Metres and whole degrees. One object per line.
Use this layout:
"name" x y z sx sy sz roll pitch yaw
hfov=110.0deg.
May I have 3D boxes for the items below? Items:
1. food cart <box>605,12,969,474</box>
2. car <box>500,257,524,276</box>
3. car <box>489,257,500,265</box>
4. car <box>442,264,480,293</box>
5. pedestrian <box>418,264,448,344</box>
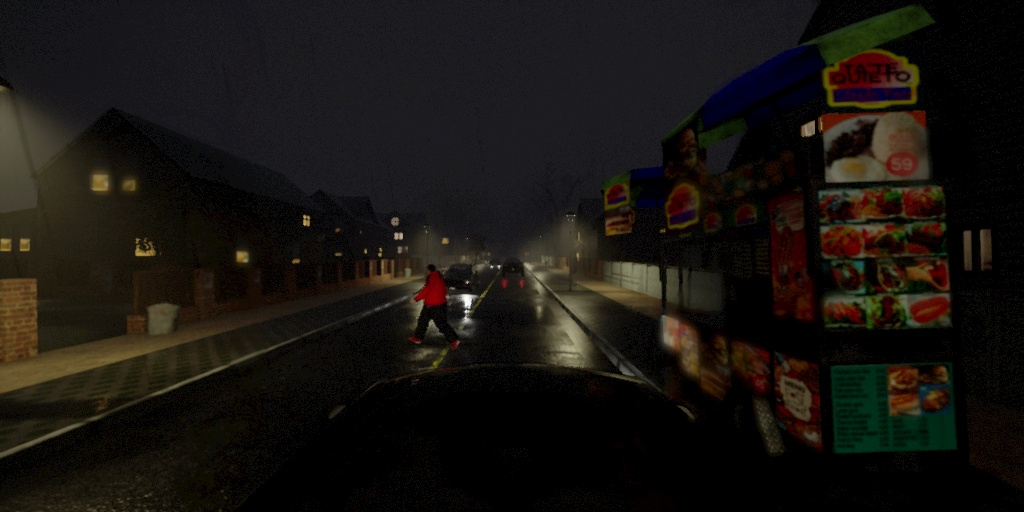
"food cart" 3.012 0.190 4.694 2.280 3.560 4.660 0 0 0
"car" 0.118 0.984 32.793 1.882 1.535 5.008 0 0 0
"car" -2.772 0.875 60.858 1.994 1.385 4.181 0 0 0
"car" -2.837 1.151 19.882 2.033 1.411 5.357 0 0 0
"pedestrian" -1.656 0.995 7.563 0.375 1.860 0.375 2 -1 0
